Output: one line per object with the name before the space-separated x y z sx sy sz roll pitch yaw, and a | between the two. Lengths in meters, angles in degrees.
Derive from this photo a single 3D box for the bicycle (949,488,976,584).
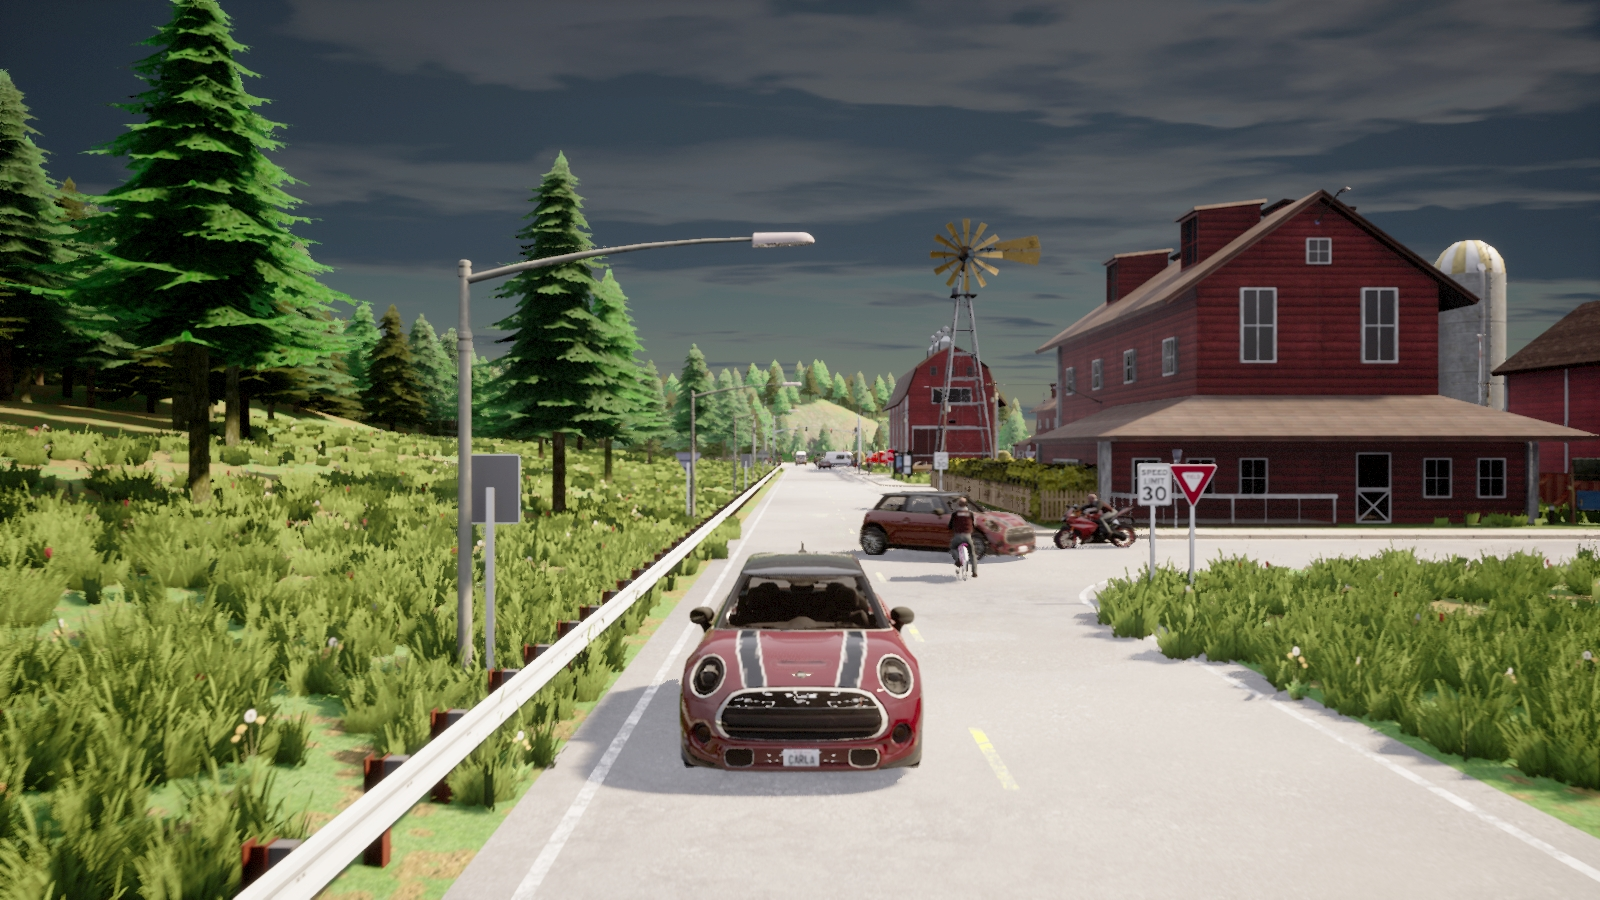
bicycle | 3.501 1.821 24.741 0.329 1.919 1.835 0 1 0

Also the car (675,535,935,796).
car | 0.052 1.910 11.505 2.097 1.767 4.553 0 0 0

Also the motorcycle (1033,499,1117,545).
motorcycle | 8.026 2.091 33.368 2.209 1.251 0.867 -1 1 -3

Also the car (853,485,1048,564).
car | 3.821 1.845 29.415 4.553 1.767 2.097 -1 0 41
